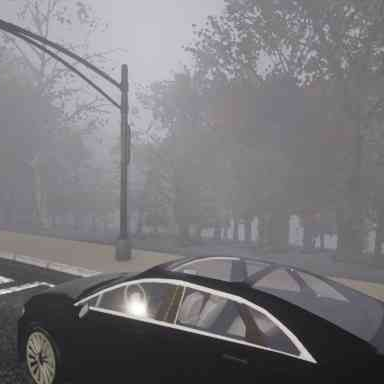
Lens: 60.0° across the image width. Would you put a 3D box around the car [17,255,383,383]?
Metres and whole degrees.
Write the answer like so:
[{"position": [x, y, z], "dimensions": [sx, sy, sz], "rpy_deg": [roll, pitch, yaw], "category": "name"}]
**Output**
[{"position": [0.017, 1.491, 3.688], "dimensions": [4.902, 1.511, 2.128], "rpy_deg": [0, 0, 34], "category": "car"}]
